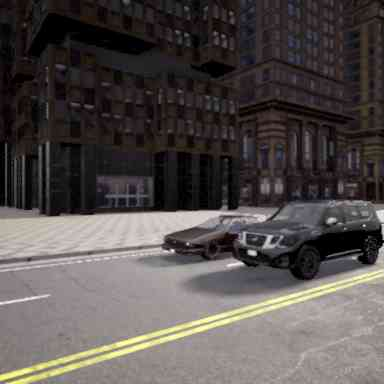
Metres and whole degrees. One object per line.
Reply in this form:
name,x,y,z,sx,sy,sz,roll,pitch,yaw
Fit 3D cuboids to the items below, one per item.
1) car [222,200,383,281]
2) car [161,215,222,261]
car,3.842,1.278,10.460,5.566,2.045,2.150,0,0,-36
car,1.504,1.609,12.783,5.357,1.411,2.033,0,0,-36
